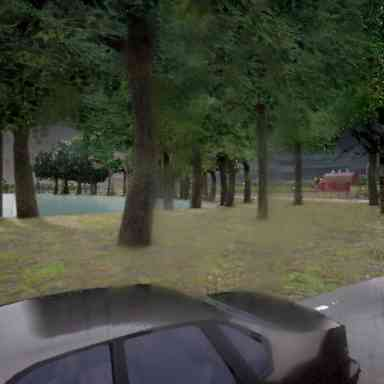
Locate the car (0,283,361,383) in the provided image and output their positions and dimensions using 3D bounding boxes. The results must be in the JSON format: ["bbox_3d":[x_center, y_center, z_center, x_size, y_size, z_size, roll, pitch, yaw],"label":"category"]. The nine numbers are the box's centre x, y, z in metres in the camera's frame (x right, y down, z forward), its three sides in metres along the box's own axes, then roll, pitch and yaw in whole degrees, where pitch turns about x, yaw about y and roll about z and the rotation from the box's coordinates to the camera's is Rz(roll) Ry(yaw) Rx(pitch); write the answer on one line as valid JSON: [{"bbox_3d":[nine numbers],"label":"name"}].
[{"bbox_3d":[-0.921,1.547,2.412,5.357,1.411,2.033,0,0,-35],"label":"car"}]
